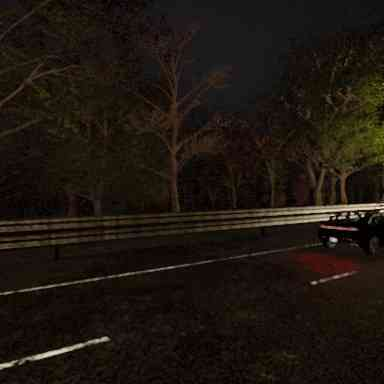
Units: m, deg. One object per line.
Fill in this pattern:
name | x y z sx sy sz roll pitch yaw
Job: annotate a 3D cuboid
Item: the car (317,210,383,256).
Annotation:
car | 6.977 1.486 13.190 4.902 1.511 2.128 0 0 -36
